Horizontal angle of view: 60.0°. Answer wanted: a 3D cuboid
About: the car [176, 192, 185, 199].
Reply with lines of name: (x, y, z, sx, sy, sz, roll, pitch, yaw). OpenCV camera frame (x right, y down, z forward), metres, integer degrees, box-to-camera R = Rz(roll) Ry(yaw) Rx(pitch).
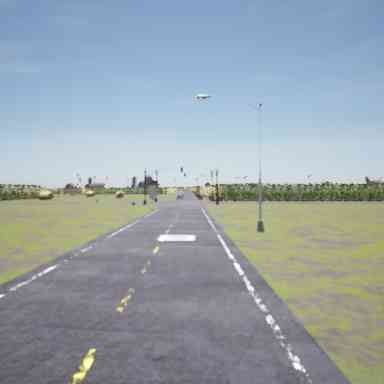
car: (-3.370, 1.358, 90.963, 1.895, 1.301, 4.718, 0, 0, -1)
